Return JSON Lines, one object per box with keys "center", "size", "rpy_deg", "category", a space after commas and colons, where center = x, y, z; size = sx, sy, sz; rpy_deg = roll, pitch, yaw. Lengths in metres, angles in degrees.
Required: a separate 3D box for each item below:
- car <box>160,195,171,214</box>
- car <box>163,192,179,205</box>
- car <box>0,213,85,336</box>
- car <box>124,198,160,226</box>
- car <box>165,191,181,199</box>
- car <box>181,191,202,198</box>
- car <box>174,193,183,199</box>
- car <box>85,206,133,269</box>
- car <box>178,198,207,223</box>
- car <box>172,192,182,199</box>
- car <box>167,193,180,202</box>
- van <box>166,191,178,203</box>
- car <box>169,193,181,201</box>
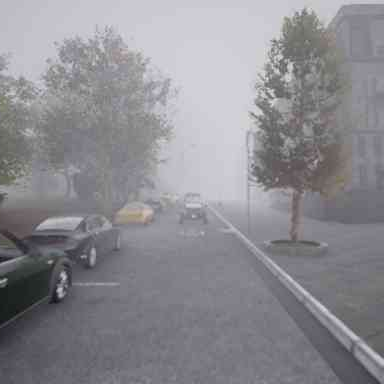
{"center": [-3.653, 1.334, 33.189], "size": [2.163, 1.488, 4.792], "rpy_deg": [0, 0, 2], "category": "car"}
{"center": [-3.655, 1.197, 49.867], "size": [2.097, 1.535, 5.008], "rpy_deg": [0, 0, 2], "category": "car"}
{"center": [-3.655, 1.329, 5.272], "size": [2.185, 1.767, 4.553], "rpy_deg": [0, 0, 2], "category": "car"}
{"center": [-3.647, 1.365, 22.203], "size": [1.946, 1.575, 5.366], "rpy_deg": [0, 0, 2], "category": "car"}
{"center": [-3.655, 0.910, 55.469], "size": [2.435, 2.045, 5.566], "rpy_deg": [0, 0, 2], "category": "car"}
{"center": [0.095, 0.996, 41.321], "size": [2.150, 2.045, 5.566], "rpy_deg": [0, 1, 0], "category": "car"}
{"center": [-3.656, 1.007, 88.861], "size": [2.002, 1.452, 4.674], "rpy_deg": [0, 0, 2], "category": "car"}
{"center": [-3.654, 1.429, 10.869], "size": [2.231, 1.521, 4.892], "rpy_deg": [0, 0, 2], "category": "car"}
{"center": [0.096, 1.404, 24.007], "size": [1.812, 1.442, 4.674], "rpy_deg": [0, 0, 0], "category": "car"}
{"center": [-3.658, 0.872, 83.261], "size": [2.185, 1.767, 4.553], "rpy_deg": [0, 0, 2], "category": "car"}
{"center": [-3.648, 1.088, 66.768], "size": [1.946, 1.575, 5.366], "rpy_deg": [0, 0, 2], "category": "car"}
{"center": [-3.652, 0.899, 61.128], "size": [1.878, 1.987, 4.442], "rpy_deg": [0, 0, 2], "category": "van"}
{"center": [-3.656, 1.059, 72.147], "size": [2.097, 1.535, 5.008], "rpy_deg": [0, 0, 2], "category": "car"}
